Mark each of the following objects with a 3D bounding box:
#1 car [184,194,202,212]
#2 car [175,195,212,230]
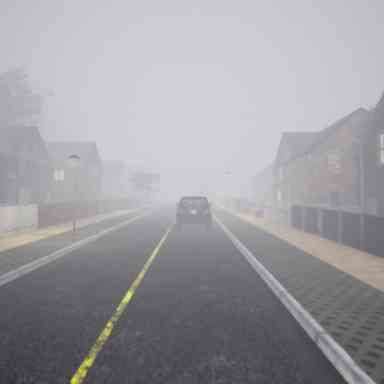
[{"bbox_3d":[0.112,1.334,41.732,2.150,2.045,5.566,0,0,0],"label":"car"},{"bbox_3d":[0.107,1.244,21.237,2.150,2.045,5.566,0,0,0],"label":"car"}]
